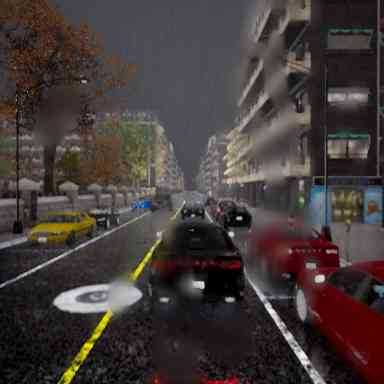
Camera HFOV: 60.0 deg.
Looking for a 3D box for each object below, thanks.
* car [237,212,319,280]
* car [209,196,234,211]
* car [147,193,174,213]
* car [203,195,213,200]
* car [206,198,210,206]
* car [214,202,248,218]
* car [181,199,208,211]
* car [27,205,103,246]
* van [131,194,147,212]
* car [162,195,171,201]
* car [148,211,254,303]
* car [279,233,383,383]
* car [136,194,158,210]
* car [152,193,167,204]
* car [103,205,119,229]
[{"bbox_3d":[2.677,1.523,9.727,1.887,1.381,4.507,0,0,0],"label":"car"},{"bbox_3d":[2.661,1.385,26.332,1.967,1.590,4.097,0,0,0],"label":"car"},{"bbox_3d":[-3.106,1.149,35.838,2.150,2.045,5.566,0,0,0],"label":"car"},{"bbox_3d":[2.643,1.468,48.473,1.947,1.339,4.313,0,0,0],"label":"car"},{"bbox_3d":[2.657,1.500,31.868,1.947,1.339,4.313,0,0,0],"label":"car"},{"bbox_3d":[2.667,1.521,20.798,1.947,1.339,4.313,0,0,0],"label":"car"},{"bbox_3d":[0.075,1.542,27.944,1.895,1.301,4.718,0,0,0],"label":"car"},{"bbox_3d":[-5.708,1.492,15.084,1.752,1.417,4.829,0,0,0],"label":"car"},{"bbox_3d":[-5.729,1.264,37.393,1.690,1.788,3.998,0,0,0],"label":"van"},{"bbox_3d":[-5.762,1.437,76.141,1.802,1.307,4.206,0,0,0],"label":"car"},{"bbox_3d":[0.089,1.459,8.244,1.882,1.535,5.008,0,0,0],"label":"car"},{"bbox_3d":[2.682,1.535,4.192,1.887,1.381,4.507,0,0,0],"label":"car"},{"bbox_3d":[-5.735,1.228,42.929,2.192,1.841,5.009,0,0,0],"label":"car"},{"bbox_3d":[-5.749,1.198,59.535,2.192,1.841,5.009,0,0,0],"label":"car"},{"bbox_3d":[-5.713,1.506,20.789,2.008,1.369,4.403,0,0,0],"label":"car"}]
